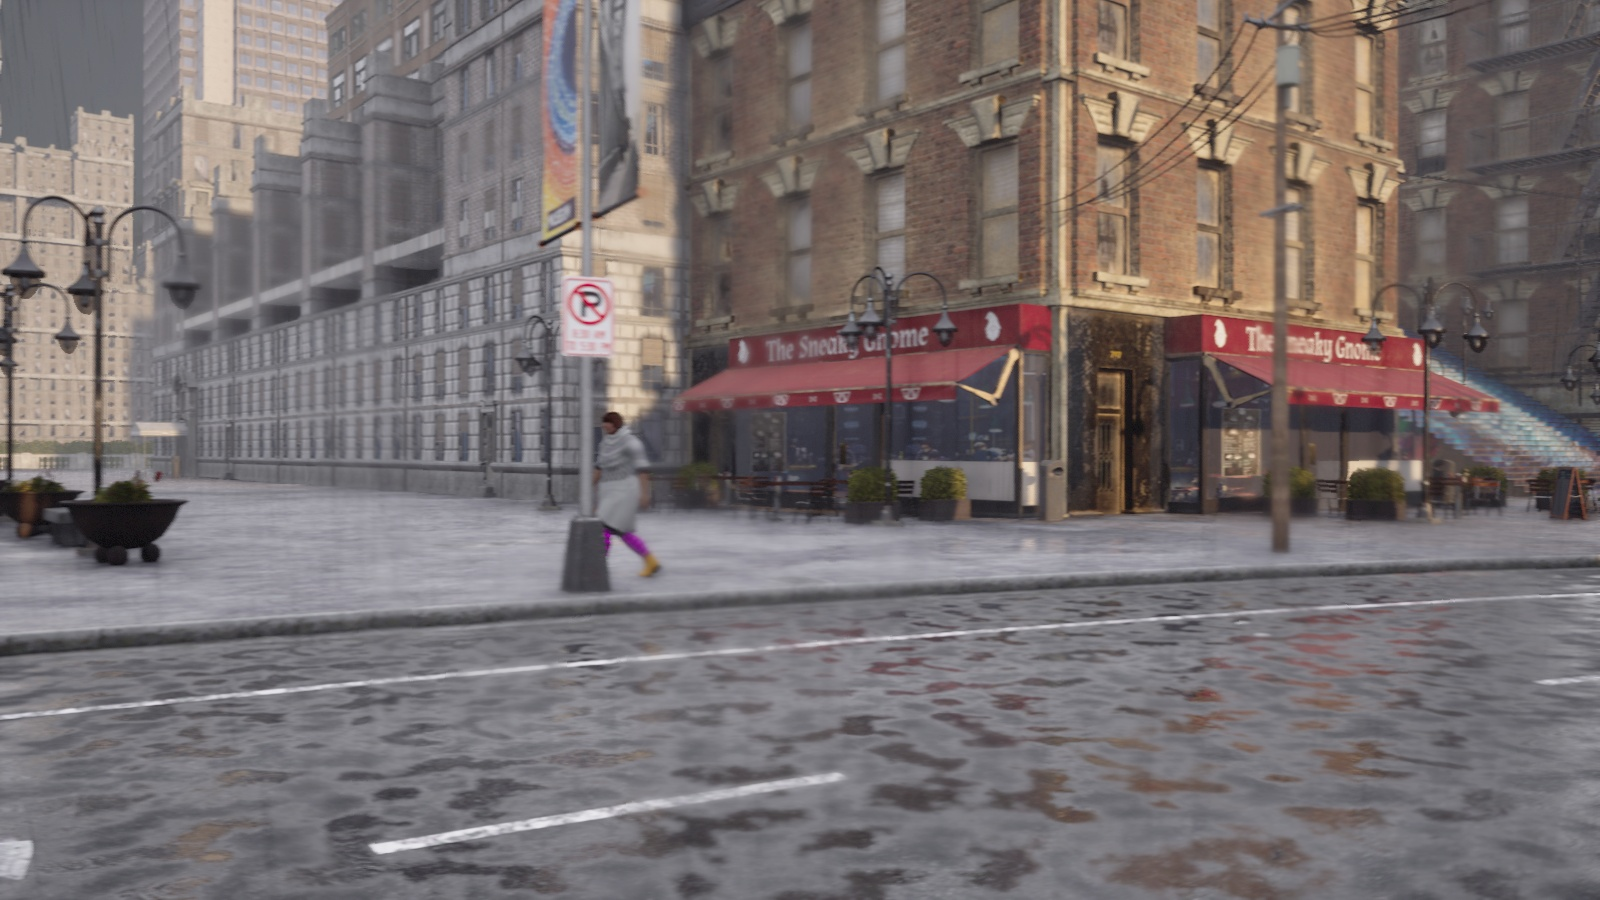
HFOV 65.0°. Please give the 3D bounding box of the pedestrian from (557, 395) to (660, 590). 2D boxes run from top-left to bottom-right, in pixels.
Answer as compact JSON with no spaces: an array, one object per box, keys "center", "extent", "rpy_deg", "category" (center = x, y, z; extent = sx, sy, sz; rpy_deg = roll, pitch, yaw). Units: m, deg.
[{"center":[-2.004,0.429,13.114],"extent":[0.873,1.952,0.659],"rpy_deg":[0,0,-32],"category":"pedestrian"}]
